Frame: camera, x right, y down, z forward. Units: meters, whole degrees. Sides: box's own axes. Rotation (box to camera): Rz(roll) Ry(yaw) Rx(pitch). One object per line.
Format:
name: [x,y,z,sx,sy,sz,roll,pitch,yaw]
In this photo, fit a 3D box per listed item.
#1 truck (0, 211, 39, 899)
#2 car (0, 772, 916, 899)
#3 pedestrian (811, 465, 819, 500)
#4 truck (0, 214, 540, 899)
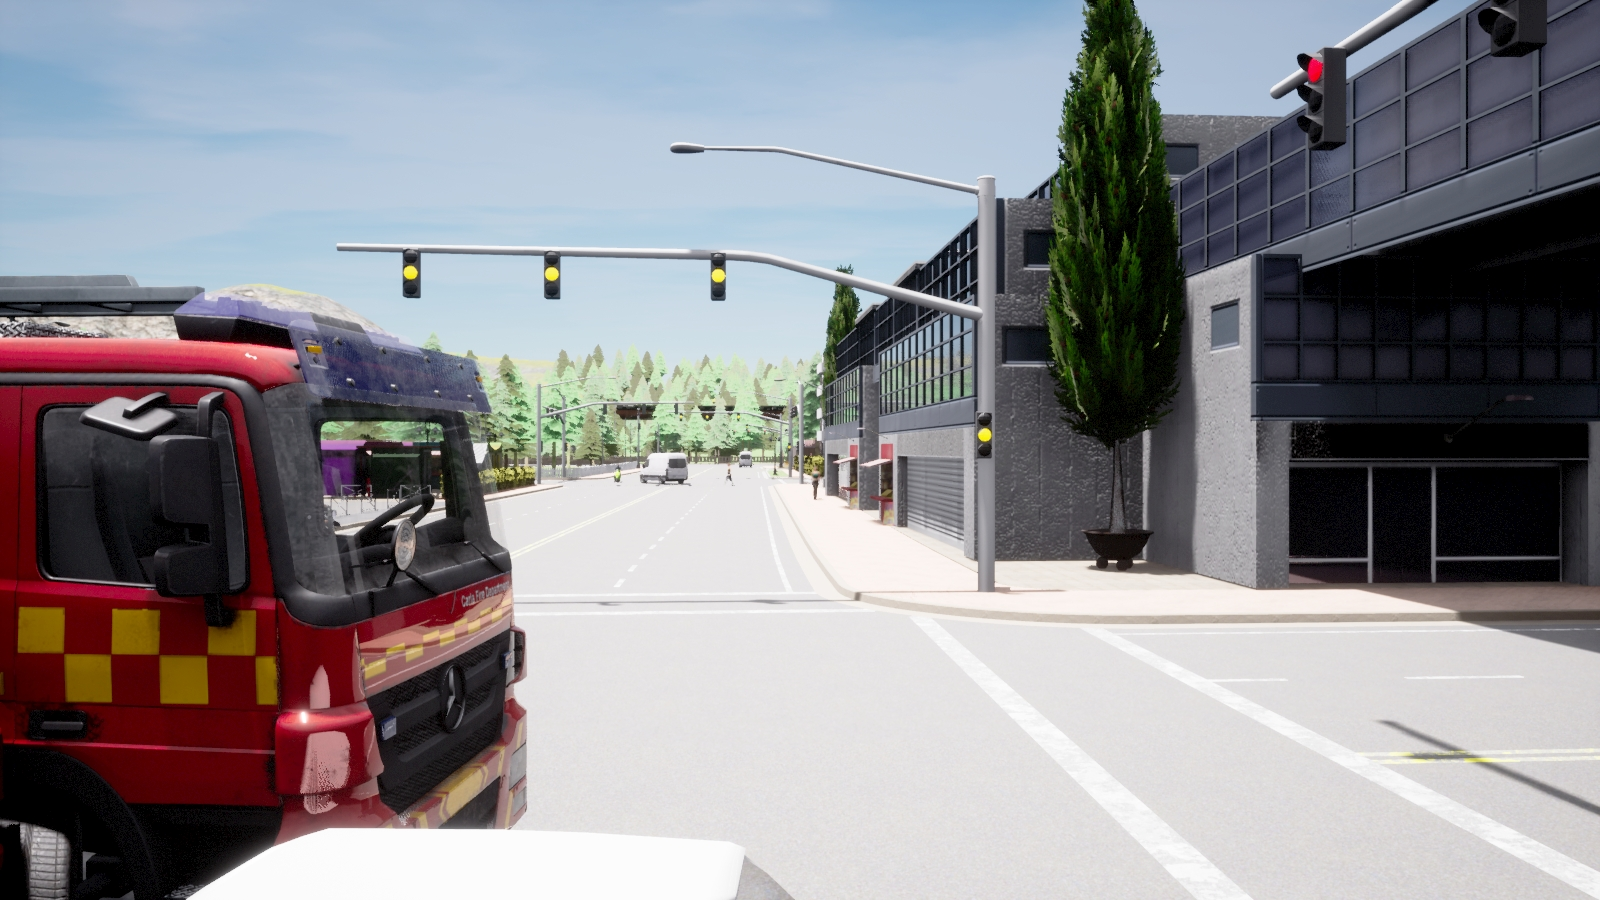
truck: [-7.587,0.890,3.490,8.468,3.827,2.891,0,0,-3]
car: [-1.549,2.065,3.579,3.806,1.475,1.970,0,0,5]
pedestrian: [0.792,1.696,60.078,0.375,1.860,0.375,0,0,0]
truck: [-6.102,0.890,6.659,8.468,3.827,2.891,0,0,4]
